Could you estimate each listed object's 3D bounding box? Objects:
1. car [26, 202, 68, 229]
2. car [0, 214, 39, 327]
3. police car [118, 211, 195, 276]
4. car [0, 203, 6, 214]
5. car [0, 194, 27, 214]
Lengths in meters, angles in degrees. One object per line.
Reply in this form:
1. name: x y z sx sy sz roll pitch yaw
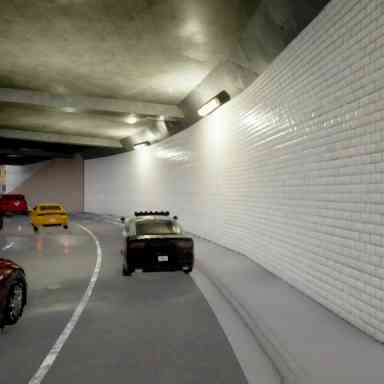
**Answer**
1. car: -9.269 1.477 21.322 1.882 1.535 5.008 0 0 -30
2. car: -3.830 1.351 4.093 2.097 1.767 4.553 0 0 -6
3. police car: -1.301 1.425 10.654 1.930 1.638 5.238 0 0 -13
4. car: -12.054 1.565 19.186 1.994 1.385 4.181 0 0 -28
5. car: -18.069 1.223 32.908 2.150 2.045 5.566 0 0 -42
